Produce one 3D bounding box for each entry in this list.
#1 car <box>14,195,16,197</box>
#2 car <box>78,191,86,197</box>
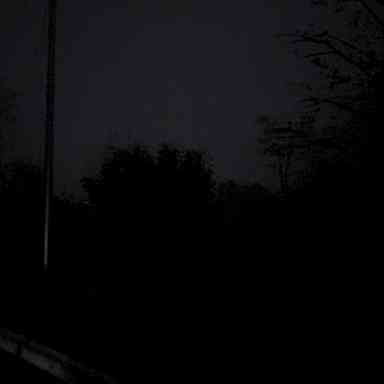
[{"bbox_3d":[-22.087,0.328,39.382,2.097,1.767,4.553,3,-1,17],"label":"car"},{"bbox_3d":[-18.869,0.805,61.191,2.150,2.045,5.566,3,-1,17],"label":"car"}]
